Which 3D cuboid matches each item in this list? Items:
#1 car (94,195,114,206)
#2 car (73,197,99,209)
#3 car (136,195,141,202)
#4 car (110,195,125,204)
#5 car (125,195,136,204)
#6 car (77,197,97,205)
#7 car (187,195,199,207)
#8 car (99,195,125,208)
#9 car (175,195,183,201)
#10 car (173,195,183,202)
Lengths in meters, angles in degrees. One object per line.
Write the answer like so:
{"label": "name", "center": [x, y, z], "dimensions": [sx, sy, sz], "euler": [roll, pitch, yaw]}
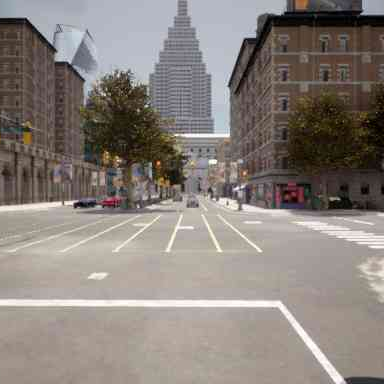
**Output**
{"label": "car", "center": [-14.969, 1.352, 56.819], "dimensions": [2.097, 1.767, 4.553], "euler": [0, 0, 0]}
{"label": "car", "center": [-15.047, 1.601, 46.711], "dimensions": [1.895, 1.301, 4.718], "euler": [0, 0, 0]}
{"label": "car", "center": [-11.462, 1.352, 67.722], "dimensions": [2.097, 1.767, 4.553], "euler": [0, 0, 0]}
{"label": "car", "center": [-14.963, 1.477, 66.919], "dimensions": [1.882, 1.535, 5.008], "euler": [0, 0, 0]}
{"label": "car", "center": [-11.468, 1.505, 57.732], "dimensions": [1.837, 1.490, 4.892], "euler": [0, 0, 0]}
{"label": "car", "center": [-18.217, 1.595, 57.827], "dimensions": [1.895, 1.301, 4.718], "euler": [0, 0, 0]}
{"label": "car", "center": [0.129, 1.547, 52.818], "dimensions": [2.033, 1.411, 5.357], "euler": [0, 0, 0]}
{"label": "car", "center": [-11.542, 1.477, 47.935], "dimensions": [1.882, 1.535, 5.008], "euler": [0, 0, 0]}
{"label": "car", "center": [-3.452, 1.500, 87.319], "dimensions": [1.837, 1.490, 4.892], "euler": [0, 0, 0]}
{"label": "car", "center": [-3.457, 1.540, 77.834], "dimensions": [2.033, 1.411, 5.357], "euler": [0, 0, 0]}
